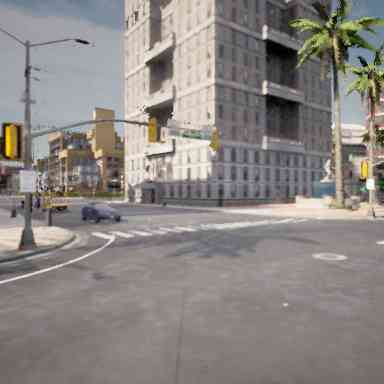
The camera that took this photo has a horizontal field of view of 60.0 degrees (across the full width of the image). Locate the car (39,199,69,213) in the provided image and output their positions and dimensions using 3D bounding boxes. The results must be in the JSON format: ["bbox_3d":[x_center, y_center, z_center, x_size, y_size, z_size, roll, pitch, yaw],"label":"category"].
[{"bbox_3d":[-15.180,1.477,37.054,1.882,1.535,5.008,0,0,-36],"label":"car"}]

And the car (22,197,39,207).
[{"bbox_3d":[-23.532,1.477,48.667,1.882,1.535,5.008,0,0,-36],"label":"car"}]

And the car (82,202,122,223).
[{"bbox_3d":[-7.105,1.525,25.798,1.812,1.442,4.674,0,0,-36],"label":"car"}]
